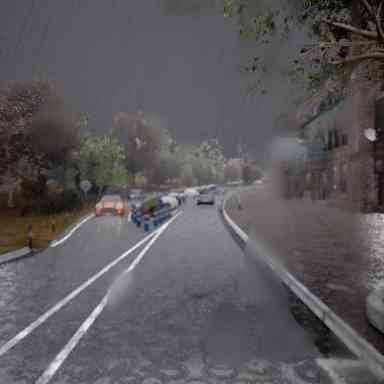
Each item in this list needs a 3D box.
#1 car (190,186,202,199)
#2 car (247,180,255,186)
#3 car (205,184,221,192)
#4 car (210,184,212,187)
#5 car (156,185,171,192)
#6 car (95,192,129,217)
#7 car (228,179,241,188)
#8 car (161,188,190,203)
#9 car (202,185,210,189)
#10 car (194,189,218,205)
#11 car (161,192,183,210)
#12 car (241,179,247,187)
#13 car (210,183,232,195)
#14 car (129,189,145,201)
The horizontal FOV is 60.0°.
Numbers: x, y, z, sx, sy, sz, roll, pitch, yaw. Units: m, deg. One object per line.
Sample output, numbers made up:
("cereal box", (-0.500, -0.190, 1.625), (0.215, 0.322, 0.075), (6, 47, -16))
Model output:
("car", (-0.237, 0.199, 51.473), (2.002, 1.452, 4.674), (0, 3, 12))
("car", (14.912, -2.662, 94.149), (2.435, 2.045, 5.566), (-3, 2, 28))
("car", (4.343, -0.895, 69.117), (2.097, 1.535, 5.008), (0, 4, 18))
("car", (2.509, -0.531, 63.072), (2.231, 1.521, 4.892), (0, 4, 16))
("car", (-5.465, -0.647, 64.641), (2.033, 1.411, 5.357), (0, 3, 11))
("car", (-6.361, 0.984, 26.352), (2.097, 1.767, 4.553), (0, 2, -8))
("car", (10.011, -1.789, 84.096), (2.231, 1.521, 4.892), (-3, 2, 25))
("car", (-1.993, 0.725, 41.099), (2.097, 1.535, 5.008), (1, 4, 9))
("car", (1.103, -0.190, 57.548), (2.097, 1.535, 5.008), (0, 4, 14))
("car", (1.796, 0.812, 40.686), (1.994, 1.385, 4.181), (0, 3, 7))
("car", (-2.518, 1.122, 34.990), (2.002, 1.452, 4.674), (-2, 3, 4))
("car", (12.373, -2.099, 89.155), (2.231, 1.521, 4.892), (-3, 2, 26))
("car", (5.151, -0.252, 58.532), (2.033, 1.411, 5.357), (0, 3, 14))
("car", (-7.563, 0.328, 44.952), (2.128, 1.511, 4.902), (0, 3, 1))
